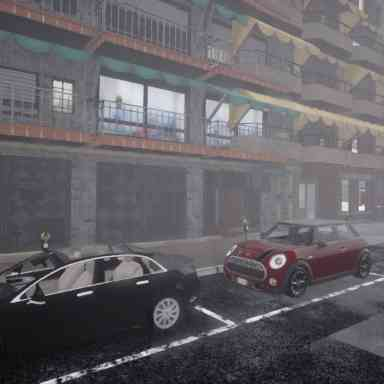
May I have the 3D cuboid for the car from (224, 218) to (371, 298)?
[{"bbox_3d":[2.729,1.442,8.472,4.097,1.590,1.967,0,1,-35],"label":"car"}]

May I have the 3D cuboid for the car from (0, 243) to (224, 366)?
[{"bbox_3d":[-1.880,1.551,5.201,4.403,1.369,2.008,0,1,-35],"label":"car"}]
